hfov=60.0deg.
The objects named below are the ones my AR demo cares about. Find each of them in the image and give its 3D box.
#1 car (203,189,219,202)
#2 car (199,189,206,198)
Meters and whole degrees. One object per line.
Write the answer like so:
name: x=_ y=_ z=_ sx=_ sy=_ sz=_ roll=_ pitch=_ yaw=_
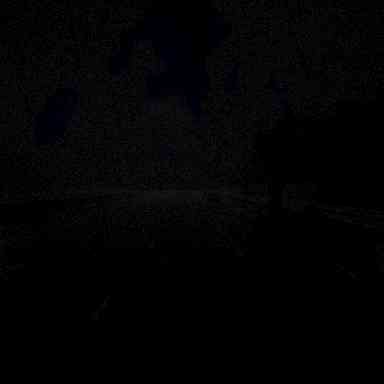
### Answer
car: x=3.618 y=0.874 z=59.863 sx=2.097 sy=1.767 sz=4.553 roll=0 pitch=1 yaw=0
car: x=3.669 y=0.359 z=84.731 sx=2.150 sy=2.045 sz=5.566 roll=0 pitch=1 yaw=0
